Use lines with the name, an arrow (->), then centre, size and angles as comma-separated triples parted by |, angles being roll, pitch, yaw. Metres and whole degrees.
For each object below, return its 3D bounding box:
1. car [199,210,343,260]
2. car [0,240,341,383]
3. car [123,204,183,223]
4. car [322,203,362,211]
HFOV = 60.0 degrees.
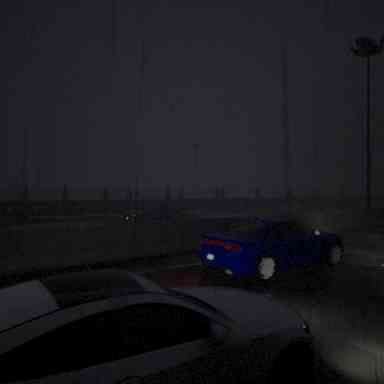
car -> 2.477, 1.482, 9.811 | 5.008, 1.535, 1.882 | 0, 0, -35
car -> -0.741, 1.526, 3.217 | 4.674, 1.442, 1.812 | 0, 0, -35
car -> -2.728, 1.570, 23.539 | 4.181, 1.385, 1.994 | 0, 0, -35
car -> 11.005, 1.539, 24.728 | 4.674, 1.442, 1.812 | 0, 0, -36
